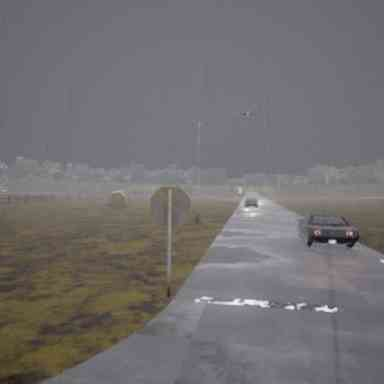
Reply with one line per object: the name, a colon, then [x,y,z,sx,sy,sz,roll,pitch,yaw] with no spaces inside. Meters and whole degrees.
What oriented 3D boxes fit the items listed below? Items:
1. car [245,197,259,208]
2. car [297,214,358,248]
car: [8.292,1.473,46.319,2.033,1.411,5.357,1,0,10]
car: [6.022,1.662,15.342,1.895,1.301,4.718,1,0,11]
